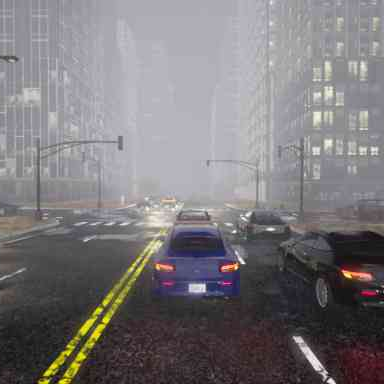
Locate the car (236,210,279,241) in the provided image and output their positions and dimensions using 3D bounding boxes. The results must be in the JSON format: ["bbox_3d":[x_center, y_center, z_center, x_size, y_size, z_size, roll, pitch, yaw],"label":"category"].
[{"bbox_3d":[3.330,1.555,16.140,1.994,1.385,4.181,0,0,-1],"label":"car"}]

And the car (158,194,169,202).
[{"bbox_3d":[-6.614,1.285,76.818,2.097,1.767,4.553,0,0,0],"label":"car"}]

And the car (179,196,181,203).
[{"bbox_3d":[-3.414,1.554,58.578,1.895,1.301,4.718,0,0,0],"label":"car"}]

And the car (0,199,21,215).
[{"bbox_3d":[-18.506,1.358,30.974,4.892,1.490,1.837,1,1,2],"label":"car"}]

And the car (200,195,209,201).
[{"bbox_3d":[3.131,1.519,80.461,1.895,1.301,4.718,0,0,0],"label":"car"}]

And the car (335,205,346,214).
[{"bbox_3d":[16.744,1.680,33.661,4.181,1.385,1.994,1,1,1],"label":"car"}]

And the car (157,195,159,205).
[{"bbox_3d":[-6.666,1.460,57.539,1.837,1.490,4.892,0,0,0],"label":"car"}]

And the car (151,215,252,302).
[{"bbox_3d":[0.089,1.522,8.136,1.812,1.442,4.674,0,0,0],"label":"car"}]

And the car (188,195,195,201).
[{"bbox_3d":[-0.117,1.466,78.940,2.033,1.411,5.357,0,0,0],"label":"car"}]

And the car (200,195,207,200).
[{"bbox_3d":[3.115,1.460,90.632,1.994,1.385,4.181,0,0,0],"label":"car"}]

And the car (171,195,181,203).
[{"bbox_3d":[-3.353,1.418,69.106,1.882,1.535,5.008,0,0,0],"label":"car"}]

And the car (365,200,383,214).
[{"bbox_3d":[21.757,1.643,36.178,4.829,1.417,1.752,1,0,1],"label":"car"}]

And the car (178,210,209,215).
[{"bbox_3d":[0.077,1.591,17.302,1.895,1.301,4.718,0,0,0],"label":"car"}]

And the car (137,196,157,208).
[{"bbox_3d":[-6.668,1.513,47.801,2.033,1.411,5.357,0,0,0],"label":"car"}]

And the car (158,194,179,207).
[{"bbox_3d":[-3.416,1.442,49.199,1.882,1.535,5.008,0,0,0],"label":"car"}]

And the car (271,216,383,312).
[{"bbox_3d":[3.340,1.522,7.571,1.812,1.442,4.674,0,0,0],"label":"car"}]

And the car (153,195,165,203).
[{"bbox_3d":[-6.623,1.448,66.893,1.837,1.490,4.892,0,0,0],"label":"car"}]

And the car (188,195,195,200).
[{"bbox_3d":[-0.132,1.505,89.096,1.895,1.301,4.718,0,0,0],"label":"car"}]

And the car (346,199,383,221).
[{"bbox_3d":[16.161,1.520,27.883,5.009,1.841,2.192,1,0,1],"label":"car"}]
